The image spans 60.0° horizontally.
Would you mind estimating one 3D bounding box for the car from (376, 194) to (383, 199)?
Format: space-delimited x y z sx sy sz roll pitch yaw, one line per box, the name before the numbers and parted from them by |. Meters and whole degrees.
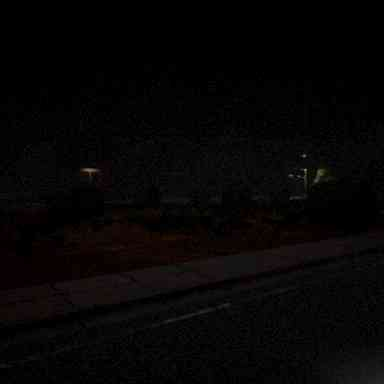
car | 37.823 1.042 70.258 2.128 1.511 4.902 -1 0 -38
